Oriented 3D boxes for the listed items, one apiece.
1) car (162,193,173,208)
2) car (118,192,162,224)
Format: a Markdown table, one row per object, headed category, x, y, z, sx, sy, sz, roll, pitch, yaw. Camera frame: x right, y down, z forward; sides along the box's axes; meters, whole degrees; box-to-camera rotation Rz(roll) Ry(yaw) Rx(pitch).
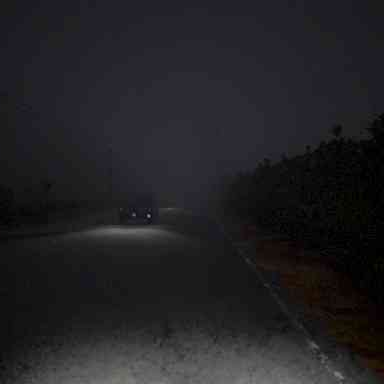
| category | x | y | z | sx | sy | sz | roll | pitch | yaw |
| --- | --- | --- | --- | --- | --- | --- | --- | --- | --- |
| car | -3.569 | 1.017 | 41.567 | 2.097 | 1.767 | 4.553 | 0 | 1 | 0 |
| car | -3.600 | 1.033 | 23.339 | 2.150 | 2.045 | 5.566 | 0 | 0 | 0 |
